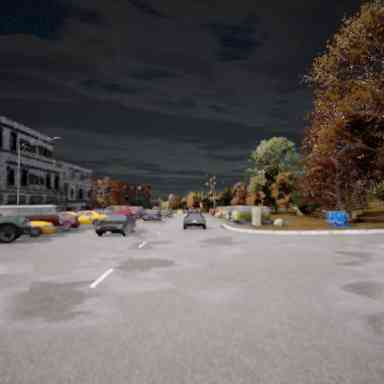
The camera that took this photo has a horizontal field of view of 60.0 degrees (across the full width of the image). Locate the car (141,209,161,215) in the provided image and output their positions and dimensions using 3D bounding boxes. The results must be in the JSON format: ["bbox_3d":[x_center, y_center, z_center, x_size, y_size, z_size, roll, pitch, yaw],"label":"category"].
[{"bbox_3d":[-10.771,5.234,87.554,4.892,1.521,2.231,0,-3,-20],"label":"car"}]

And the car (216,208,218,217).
[{"bbox_3d":[6.730,3.525,52.169,4.674,1.452,2.002,2,-3,-19],"label":"car"}]

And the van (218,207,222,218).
[{"bbox_3d":[6.604,3.117,49.193,4.442,1.987,1.878,2,-3,-19],"label":"van"}]

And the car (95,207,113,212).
[{"bbox_3d":[-11.410,2.662,34.749,5.366,1.575,1.946,0,-2,-19],"label":"car"}]

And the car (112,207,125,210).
[{"bbox_3d":[-11.175,2.935,40.673,4.892,1.521,2.231,0,-3,-19],"label":"car"}]

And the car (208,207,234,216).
[{"bbox_3d":[6.949,4.544,78.632,5.566,2.045,2.435,2,-3,-19],"label":"car"}]

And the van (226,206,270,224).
[{"bbox_3d":[6.497,2.571,37.430,4.442,1.987,1.878,2,-2,-19],"label":"van"}]

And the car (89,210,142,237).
[{"bbox_3d":[-5.017,2.185,22.717,2.033,1.411,5.357,0,-3,0],"label":"car"}]

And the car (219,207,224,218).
[{"bbox_3d":[6.684,3.247,46.282,4.674,1.452,2.002,2,-3,-19],"label":"car"}]

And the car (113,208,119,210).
[{"bbox_3d":[-11.176,2.829,37.748,4.792,1.488,2.163,0,-3,-19],"label":"car"}]

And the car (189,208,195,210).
[{"bbox_3d":[0.456,4.212,65.542,1.994,1.385,4.181,0,-3,1],"label":"car"}]

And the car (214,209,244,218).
[{"bbox_3d":[6.806,3.914,60.990,4.892,1.521,2.231,2,-3,-19],"label":"car"}]

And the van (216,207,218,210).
[{"bbox_3d":[6.873,3.405,55.160,4.442,1.987,1.878,2,-3,-19],"label":"van"}]

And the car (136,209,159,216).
[{"bbox_3d":[-10.988,4.934,81.626,5.366,1.575,1.946,0,-3,-19],"label":"car"}]

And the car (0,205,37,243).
[{"bbox_3d":[-11.347,1.622,17.249,5.566,2.045,2.435,0,-3,-20],"label":"car"}]

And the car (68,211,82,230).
[{"bbox_3d":[-11.338,2.297,26.011,4.792,1.488,2.163,0,-2,-20],"label":"car"}]

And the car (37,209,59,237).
[{"bbox_3d":[-11.179,2.000,20.225,5.366,1.575,1.946,0,-3,-20],"label":"car"}]

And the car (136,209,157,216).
[{"bbox_3d":[-10.844,4.830,78.762,4.674,1.452,2.002,0,-3,-19],"label":"car"}]

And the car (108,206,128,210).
[{"bbox_3d":[-11.191,2.943,43.607,4.553,1.767,2.185,0,-3,-20],"label":"car"}]

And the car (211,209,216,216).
[{"bbox_3d":[6.613,3.761,57.985,5.366,1.575,1.946,2,-3,-19],"label":"car"}]

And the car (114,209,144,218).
[{"bbox_3d":[-11.019,3.766,58.252,5.008,1.535,2.097,0,-3,-19],"label":"car"}]

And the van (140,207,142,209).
[{"bbox_3d":[-11.163,3.398,55.291,4.442,1.987,1.878,0,-3,-19],"label":"van"}]

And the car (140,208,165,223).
[{"bbox_3d":[-4.851,3.035,41.084,1.994,1.385,4.181,0,-3,1],"label":"car"}]

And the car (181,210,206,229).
[{"bbox_3d":[0.243,2.546,30.268,1.994,1.385,4.181,0,-3,0],"label":"car"}]

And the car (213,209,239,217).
[{"bbox_3d":[6.893,4.236,66.880,4.792,1.488,2.163,2,-3,-19],"label":"car"}]

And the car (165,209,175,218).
[{"bbox_3d":[-4.621,3.882,60.128,1.837,1.490,4.892,0,-3,1],"label":"car"}]

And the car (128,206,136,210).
[{"bbox_3d":[-11.159,2.955,46.532,5.566,2.045,2.435,0,-3,-19],"label":"car"}]

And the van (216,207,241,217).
[{"bbox_3d":[6.949,3.837,63.986,4.442,1.987,1.878,2,-3,-19],"label":"van"}]

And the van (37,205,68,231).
[{"bbox_3d":[-11.227,1.911,23.148,4.442,1.987,1.878,0,-3,-20],"label":"van"}]

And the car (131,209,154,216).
[{"bbox_3d":[-10.867,4.525,72.913,4.792,1.488,2.163,0,-3,-19],"label":"car"}]

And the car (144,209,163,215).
[{"bbox_3d":[-10.709,5.529,93.409,4.892,1.521,2.231,0,-3,-20],"label":"car"}]

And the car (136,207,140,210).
[{"bbox_3d":[-11.050,3.357,52.406,4.553,1.767,2.185,0,-3,-20],"label":"car"}]

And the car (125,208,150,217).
[{"bbox_3d":[-10.979,4.076,67.042,4.553,1.767,2.185,0,-3,-19],"label":"car"}]

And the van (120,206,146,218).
[{"bbox_3d":[-10.894,3.685,61.237,4.442,1.987,1.878,0,-3,-20],"label":"van"}]

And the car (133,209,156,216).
[{"bbox_3d":[-10.879,4.644,75.837,4.892,1.521,2.231,0,-3,-20],"label":"car"}]

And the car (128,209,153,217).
[{"bbox_3d":[-10.927,4.349,69.972,4.892,1.521,2.231,0,-3,-19],"label":"car"}]

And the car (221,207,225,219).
[{"bbox_3d":[6.661,3.109,43.340,4.674,1.452,2.002,2,-3,-19],"label":"car"}]

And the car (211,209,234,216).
[{"bbox_3d":[6.971,4.679,75.704,4.792,1.488,2.163,2,-3,-19],"label":"car"}]

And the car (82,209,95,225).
[{"bbox_3d":[-11.463,2.397,28.894,5.366,1.575,1.946,0,-2,-20],"label":"car"}]
